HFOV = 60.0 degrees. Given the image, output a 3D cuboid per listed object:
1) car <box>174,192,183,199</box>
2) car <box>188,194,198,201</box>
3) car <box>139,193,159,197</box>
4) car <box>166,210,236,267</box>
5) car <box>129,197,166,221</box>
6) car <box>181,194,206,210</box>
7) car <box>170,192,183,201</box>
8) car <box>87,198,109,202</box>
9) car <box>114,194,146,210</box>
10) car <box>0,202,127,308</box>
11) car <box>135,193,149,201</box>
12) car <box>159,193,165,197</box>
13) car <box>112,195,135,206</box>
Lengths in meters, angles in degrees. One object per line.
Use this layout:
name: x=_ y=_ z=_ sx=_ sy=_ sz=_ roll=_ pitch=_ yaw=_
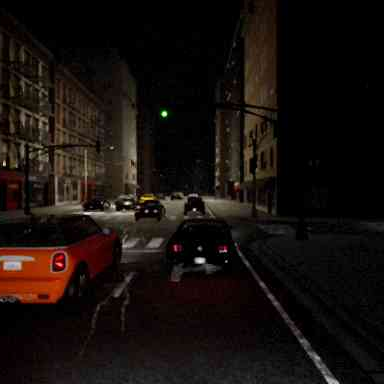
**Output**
car: x=-2.958 y=0.718 z=74.093 sx=1.882 sy=1.535 sz=5.008 roll=0 pitch=1 yaw=0
car: x=0.252 y=1.048 z=64.137 sx=1.895 sy=1.301 sz=4.718 roll=0 pitch=1 yaw=0
car: x=-6.386 y=1.058 z=48.849 sx=1.882 sy=1.535 sz=5.008 roll=0 pitch=2 yaw=1
car: x=0.418 y=1.508 z=11.027 sx=1.895 sy=1.301 sz=4.718 roll=0 pitch=0 yaw=5
car: x=-3.053 y=1.336 z=24.962 sx=2.033 sy=1.411 sz=5.357 roll=0 pitch=0 yaw=0
car: x=0.222 y=1.242 z=30.894 sx=1.837 sy=1.490 sz=4.892 roll=0 pitch=0 yaw=0
car: x=-2.998 y=0.799 z=64.054 sx=2.097 sy=1.767 sz=4.553 roll=0 pitch=0 yaw=0
car: x=-9.712 y=1.273 z=34.086 sx=1.994 sy=1.385 sz=4.181 roll=0 pitch=1 yaw=0
car: x=-6.460 y=1.254 z=34.320 sx=2.033 sy=1.411 sz=5.357 roll=0 pitch=1 yaw=0
car: x=-3.119 y=1.285 z=7.930 sx=2.097 sy=1.767 sz=4.553 roll=0 pitch=0 yaw=0
car: x=-9.527 y=0.954 z=63.444 sx=1.837 sy=1.490 sz=4.892 roll=0 pitch=1 yaw=1
car: x=-6.251 y=0.997 z=65.011 sx=2.033 sy=1.411 sz=5.357 roll=0 pitch=1 yaw=0
car: x=-9.652 y=1.140 z=47.281 sx=2.033 sy=1.411 sz=5.357 roll=0 pitch=1 yaw=0
